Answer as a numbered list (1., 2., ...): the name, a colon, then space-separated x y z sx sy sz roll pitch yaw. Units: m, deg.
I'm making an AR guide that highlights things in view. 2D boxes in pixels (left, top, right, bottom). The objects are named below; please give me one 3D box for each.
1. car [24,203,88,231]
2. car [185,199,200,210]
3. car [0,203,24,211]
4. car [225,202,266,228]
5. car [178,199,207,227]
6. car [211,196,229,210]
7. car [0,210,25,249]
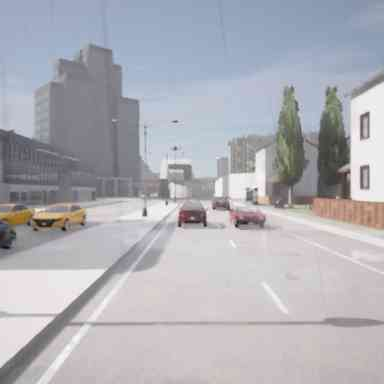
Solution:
1. car: -8.025 1.464 20.585 1.882 1.535 5.008 0 0 0
2. car: 0.087 1.571 42.986 1.895 1.301 4.718 0 0 0
3. car: -11.524 1.463 20.587 1.882 1.535 5.008 0 0 1
4. car: 3.537 1.586 22.081 1.895 1.301 4.718 0 0 1
5. car: 0.046 1.462 22.920 1.882 1.535 5.008 0 0 0
6. car: 3.584 1.323 42.529 2.097 1.767 4.553 0 0 0
7. car: -8.002 1.556 11.629 1.994 1.385 4.181 0 0 0
